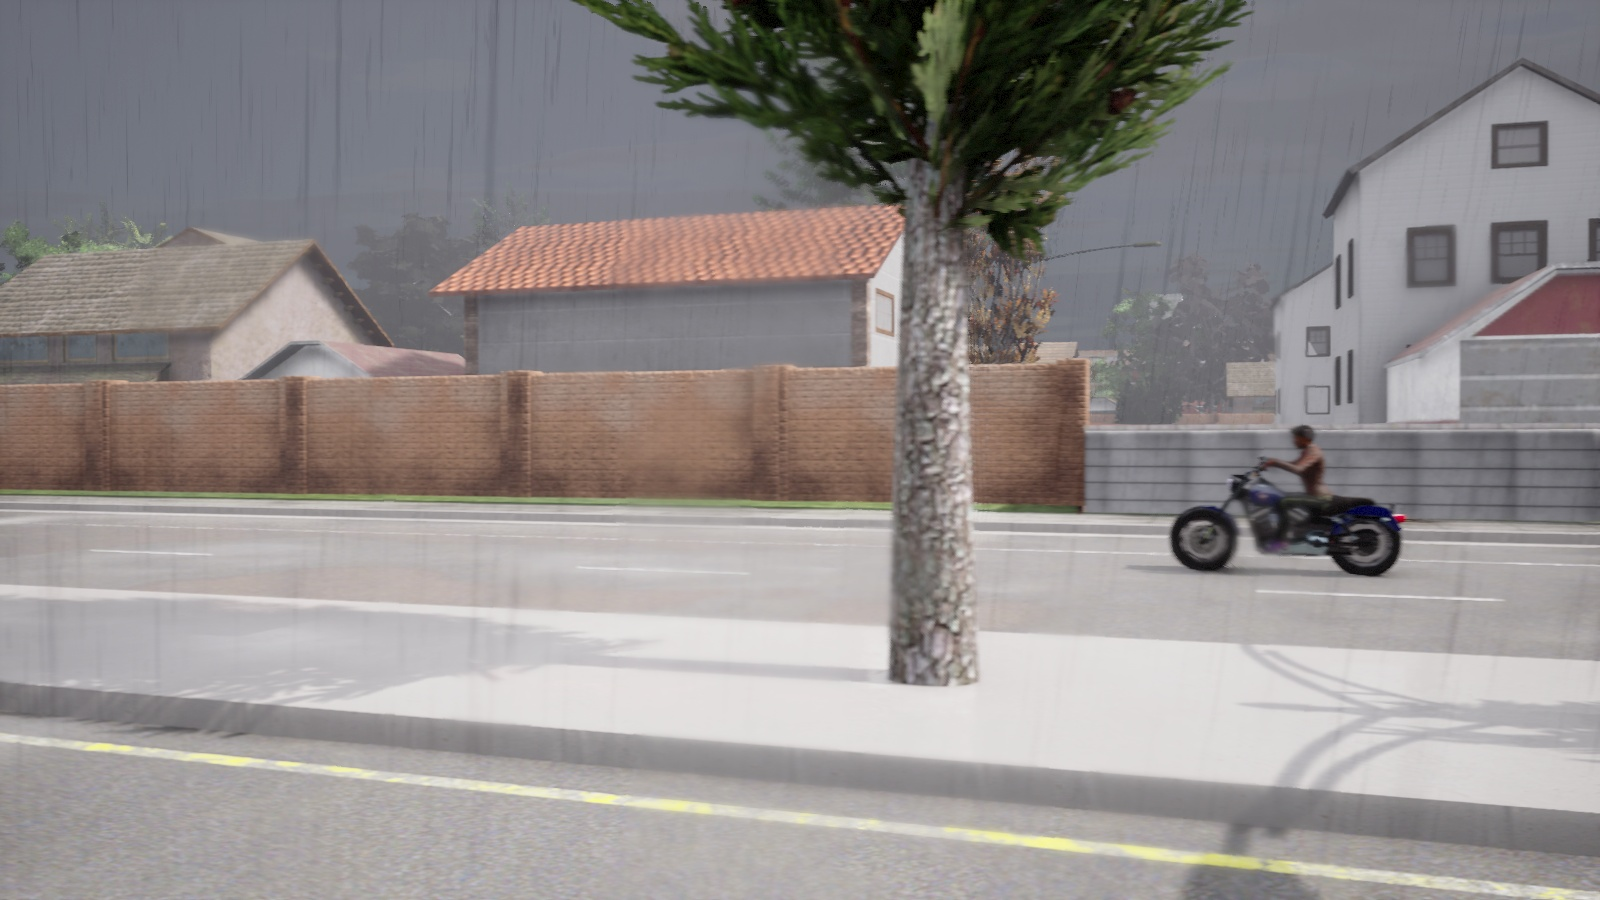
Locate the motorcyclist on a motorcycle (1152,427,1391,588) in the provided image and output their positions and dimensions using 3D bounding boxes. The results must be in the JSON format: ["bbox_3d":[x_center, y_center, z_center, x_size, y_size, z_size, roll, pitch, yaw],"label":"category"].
[{"bbox_3d":[5.062,0.578,13.618,2.350,1.649,0.766,0,1,19],"label":"motorcyclist on a motorcycle"}]
